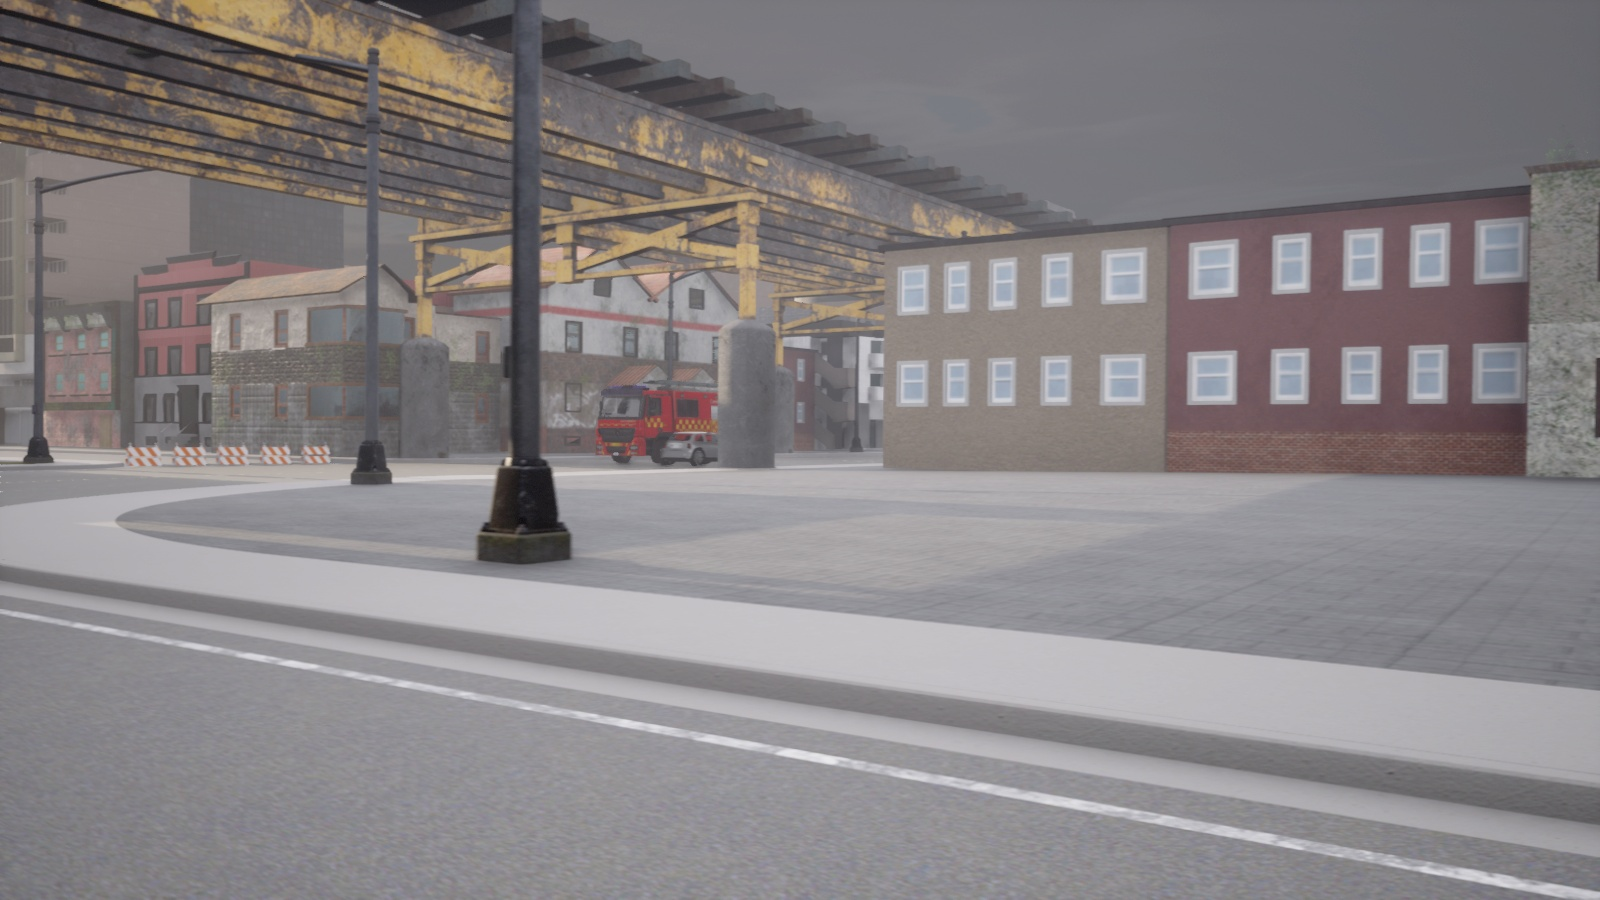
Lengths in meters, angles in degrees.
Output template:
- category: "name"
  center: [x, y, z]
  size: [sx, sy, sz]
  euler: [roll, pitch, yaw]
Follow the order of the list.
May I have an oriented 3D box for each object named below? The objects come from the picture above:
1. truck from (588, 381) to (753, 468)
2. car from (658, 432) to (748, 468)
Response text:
- category: "truck"
  center: [-5.929, -1.187, 59.150]
  size: [2.891, 3.827, 8.468]
  euler: [0, 1, 35]
- category: "car"
  center: [-4.240, -0.021, 55.445]
  size: [1.970, 1.475, 3.806]
  euler: [0, 1, 35]
